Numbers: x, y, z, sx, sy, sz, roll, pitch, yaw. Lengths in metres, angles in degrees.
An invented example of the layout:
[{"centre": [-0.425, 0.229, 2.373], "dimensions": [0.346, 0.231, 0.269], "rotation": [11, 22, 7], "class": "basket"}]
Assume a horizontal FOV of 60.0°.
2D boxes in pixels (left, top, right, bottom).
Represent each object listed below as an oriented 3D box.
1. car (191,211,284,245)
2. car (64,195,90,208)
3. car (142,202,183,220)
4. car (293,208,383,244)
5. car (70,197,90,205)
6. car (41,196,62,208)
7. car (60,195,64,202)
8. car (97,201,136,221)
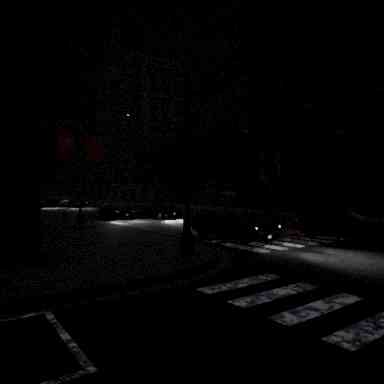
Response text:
[{"centre": [2.007, 1.587, 15.871], "dimensions": [1.895, 1.301, 4.718], "rotation": [0, 0, -36], "class": "car"}, {"centre": [-16.048, 1.434, 46.608], "dimensions": [1.837, 1.490, 4.892], "rotation": [0, 0, -35], "class": "car"}, {"centre": [-2.541, 1.527, 27.748], "dimensions": [1.994, 1.385, 4.181], "rotation": [0, 0, -36], "class": "car"}, {"centre": [7.183, 1.512, 15.839], "dimensions": [4.674, 1.442, 1.812], "rotation": [0, 0, 40], "class": "car"}, {"centre": [-19.053, 1.510, 56.598], "dimensions": [1.895, 1.301, 4.718], "rotation": [0, 0, -36], "class": "car"}, {"centre": [-20.705, 1.475, 47.571], "dimensions": [2.033, 1.411, 5.357], "rotation": [0, 0, -36], "class": "car"}, {"centre": [-25.126, 1.380, 65.027], "dimensions": [2.128, 1.511, 4.902], "rotation": [0, 0, -36], "class": "car"}, {"centre": [-6.369, 1.490, 27.532], "dimensions": [1.812, 1.442, 4.674], "rotation": [0, 0, -36], "class": "car"}]
